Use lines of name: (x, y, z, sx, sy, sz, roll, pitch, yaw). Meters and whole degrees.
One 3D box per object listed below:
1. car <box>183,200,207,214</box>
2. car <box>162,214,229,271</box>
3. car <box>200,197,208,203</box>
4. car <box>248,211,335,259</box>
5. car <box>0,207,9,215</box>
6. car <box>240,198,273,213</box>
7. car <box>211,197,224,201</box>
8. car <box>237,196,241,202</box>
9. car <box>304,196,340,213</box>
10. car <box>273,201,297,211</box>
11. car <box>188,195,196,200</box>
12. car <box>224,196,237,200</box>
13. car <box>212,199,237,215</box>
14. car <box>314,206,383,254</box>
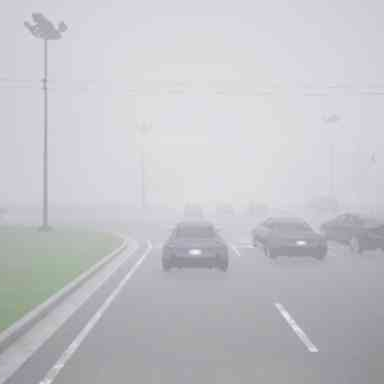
car: (0.105, 1.765, 31.780, 2.033, 1.411, 5.357, 0, 0, 0)
car: (0.097, 1.642, 11.196, 1.994, 1.385, 4.181, 0, 0, 0)
car: (3.513, 2.151, 92.035, 2.128, 1.511, 4.902, 0, 0, 0)
car: (3.599, 1.654, 12.950, 1.994, 1.385, 4.181, 0, 0, 0)
car: (-22.391, 1.786, 35.097, 5.357, 1.411, 2.033, 0, 0, 0)
car: (7.105, 1.745, 37.194, 2.128, 1.511, 4.902, 0, 0, 0)
car: (7.013, 2.103, 91.961, 1.882, 1.535, 5.008, 0, 0, 0)
car: (14.014, 2.222, 92.237, 1.895, 1.301, 4.718, 0, 0, 0)
car: (14.105, 1.469, 36.333, 2.150, 2.045, 5.566, 0, 0, 0)
car: (10.592, 1.786, 38.254, 1.812, 1.442, 4.674, 0, 0, 0)
car: (0.013, 1.848, 91.691, 2.150, 2.045, 5.566, 0, 0, 0)
car: (10.513, 2.127, 92.207, 1.837, 1.490, 4.892, 0, 0, 0)
car: (3.605, 1.821, 37.738, 1.994, 1.385, 4.181, 0, 0, 0)
car: (7.100, 1.574, 14.020, 1.882, 1.535, 5.008, 0, 0, 0)
